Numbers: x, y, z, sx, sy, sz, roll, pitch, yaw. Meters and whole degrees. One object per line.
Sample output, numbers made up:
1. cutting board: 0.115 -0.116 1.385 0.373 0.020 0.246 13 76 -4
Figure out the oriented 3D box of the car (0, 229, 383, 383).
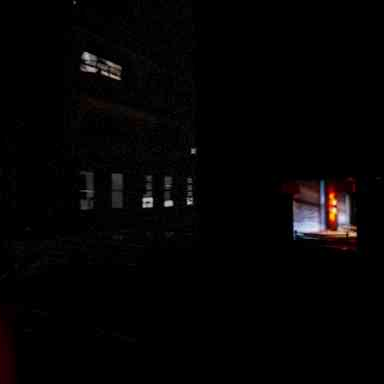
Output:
1. car: -0.650 1.322 3.359 5.009 1.841 2.192 0 -1 36
